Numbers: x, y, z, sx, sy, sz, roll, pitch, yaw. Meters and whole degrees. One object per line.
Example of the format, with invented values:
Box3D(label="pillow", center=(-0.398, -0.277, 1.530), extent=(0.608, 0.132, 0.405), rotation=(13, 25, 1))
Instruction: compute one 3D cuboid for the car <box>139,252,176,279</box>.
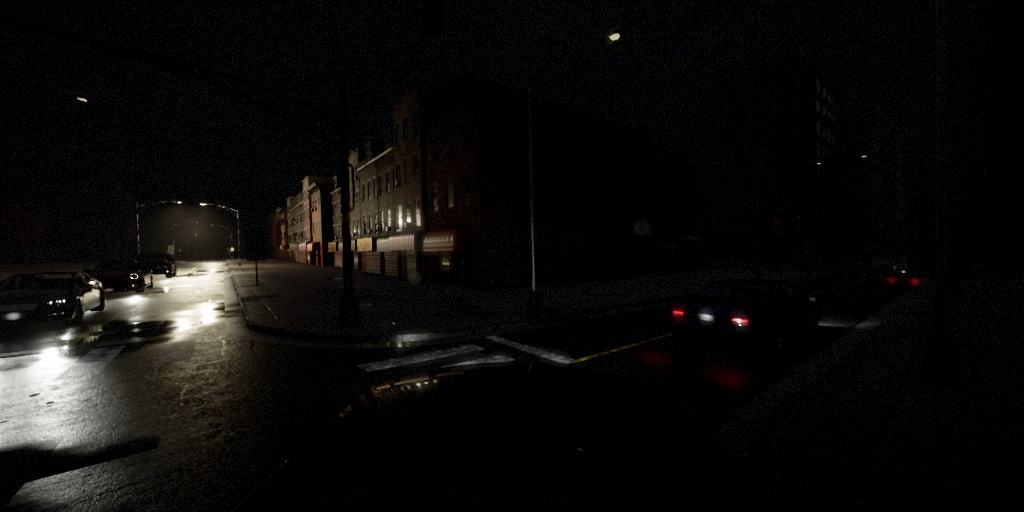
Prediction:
Box3D(label="car", center=(-28.368, 0.733, 28.493), extent=(2.150, 2.045, 5.566), rotation=(-2, 2, -39))

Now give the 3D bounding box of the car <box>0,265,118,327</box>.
Box3D(label="car", center=(-14.237, 1.246, 10.967), extent=(2.128, 1.511, 4.902), rotation=(-2, 2, -40))

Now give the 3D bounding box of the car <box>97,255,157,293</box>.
Box3D(label="car", center=(-20.444, 1.001, 18.664), extent=(2.097, 1.767, 4.553), rotation=(-2, 2, -39))

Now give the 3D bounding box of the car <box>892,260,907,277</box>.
Box3D(label="car", center=(33.575, 1.020, 29.902), extent=(4.674, 1.442, 1.812), rotation=(0, 0, -27))

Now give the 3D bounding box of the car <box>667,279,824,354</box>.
Box3D(label="car", center=(5.872, 1.268, 8.767), extent=(5.357, 1.411, 2.033), rotation=(0, 0, -39))
